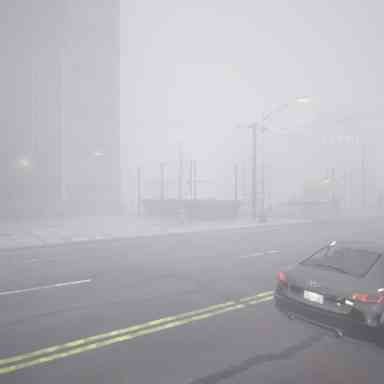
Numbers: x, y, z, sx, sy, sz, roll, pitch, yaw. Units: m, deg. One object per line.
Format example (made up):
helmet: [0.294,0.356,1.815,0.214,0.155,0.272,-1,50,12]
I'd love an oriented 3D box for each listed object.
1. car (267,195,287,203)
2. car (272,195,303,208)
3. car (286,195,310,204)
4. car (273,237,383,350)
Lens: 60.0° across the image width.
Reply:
car: [17.356,1.444,67.771,3.806,1.475,1.970,0,0,-36]
car: [13.347,1.249,44.710,4.553,1.767,2.185,0,0,-36]
car: [20.261,1.412,63.769,4.674,1.452,2.002,0,0,-36]
car: [3.480,1.563,6.227,4.181,1.385,1.994,0,0,-35]
